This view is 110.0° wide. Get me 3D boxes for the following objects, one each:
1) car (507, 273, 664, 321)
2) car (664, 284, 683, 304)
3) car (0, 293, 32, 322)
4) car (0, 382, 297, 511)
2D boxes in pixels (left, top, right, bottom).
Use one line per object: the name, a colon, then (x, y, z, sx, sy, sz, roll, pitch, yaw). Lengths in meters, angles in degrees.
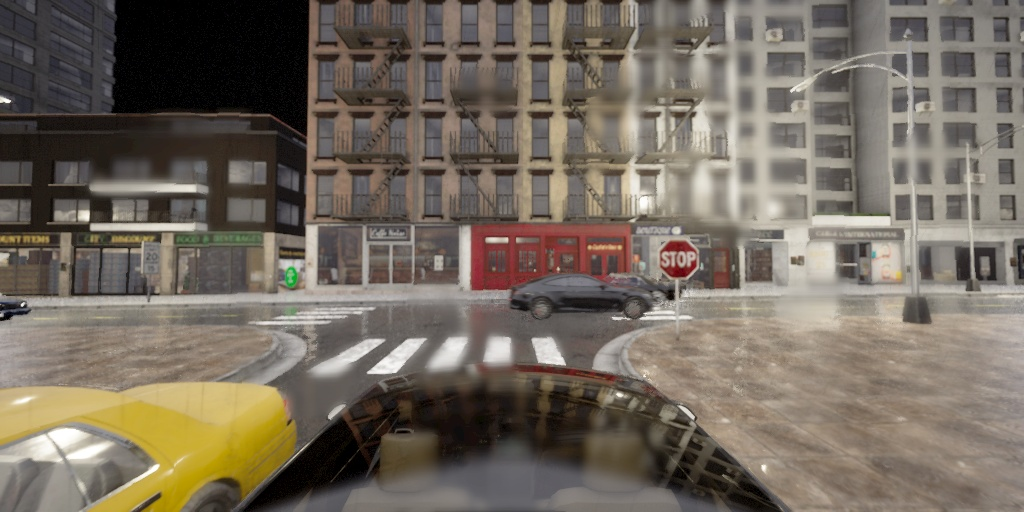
car: (2.180, 1.267, 11.791, 4.674, 1.442, 1.812, -1, -2, 0)
car: (4.264, 1.396, 14.743, 4.718, 1.301, 1.895, -1, -2, 0)
car: (-19.457, 1.603, 11.729, 5.357, 1.411, 2.033, -1, -2, 0)
car: (-2.636, 1.272, 0.921, 1.751, 1.417, 4.829, 0, 0, 0)
